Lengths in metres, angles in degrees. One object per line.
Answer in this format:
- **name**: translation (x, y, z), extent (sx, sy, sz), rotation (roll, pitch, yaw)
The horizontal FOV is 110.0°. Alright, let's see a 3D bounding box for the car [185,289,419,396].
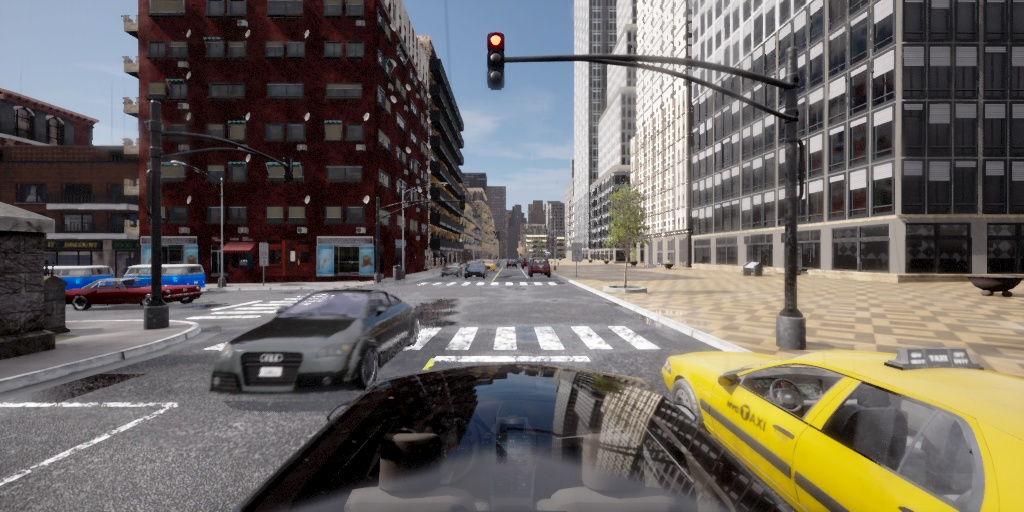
- **car**: translation (-3.111, 1.319, 6.614), extent (1.994, 1.385, 4.181), rotation (0, 0, 0)

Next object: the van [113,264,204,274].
- **van**: translation (-20.810, 1.391, 21.502), extent (3.998, 1.789, 1.690), rotation (0, 0, -1)

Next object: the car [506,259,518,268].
- **car**: translation (-0.038, 1.300, 63.834), extent (1.837, 1.490, 4.892), rotation (0, 0, 0)

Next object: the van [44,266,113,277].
- **van**: translation (-26.348, 1.481, 21.439), extent (3.998, 1.789, 1.690), rotation (0, 0, -1)

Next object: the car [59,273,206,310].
- **car**: translation (-16.578, 1.603, 15.758), extent (4.718, 1.301, 1.895), rotation (-1, 0, -1)

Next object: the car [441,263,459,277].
- **car**: translation (-5.764, 1.310, 34.777), extent (2.007, 1.370, 4.403), rotation (0, 0, 0)

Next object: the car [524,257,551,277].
- **car**: translation (2.616, 1.074, 34.796), extent (2.192, 1.841, 5.009), rotation (0, 0, 0)

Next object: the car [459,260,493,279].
- **car**: translation (-3.167, 1.306, 32.585), extent (2.033, 1.411, 5.357), rotation (0, 0, 0)

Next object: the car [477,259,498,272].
- **car**: translation (-3.199, 1.249, 46.802), extent (1.882, 1.535, 5.008), rotation (0, 1, 0)

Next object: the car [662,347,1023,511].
- **car**: translation (2.690, 1.275, 2.554), extent (1.751, 1.417, 4.829), rotation (0, 0, 0)

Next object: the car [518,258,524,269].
- **car**: translation (2.566, 1.099, 56.901), extent (2.192, 1.841, 5.009), rotation (0, 0, 0)
